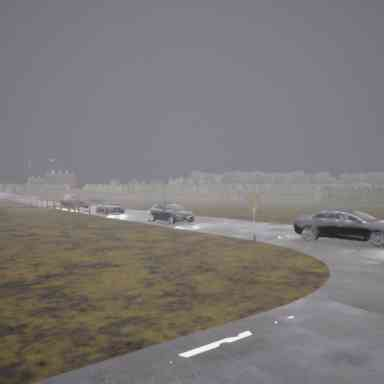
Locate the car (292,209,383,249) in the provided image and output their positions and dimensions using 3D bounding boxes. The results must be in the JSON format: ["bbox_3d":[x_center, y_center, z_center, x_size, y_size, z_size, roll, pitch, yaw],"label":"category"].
[{"bbox_3d":[7.048,1.546,15.089,4.902,1.511,2.128,-1,1,43],"label":"car"}]

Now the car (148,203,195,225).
[{"bbox_3d":[-1.670,1.615,25.760,1.837,1.490,4.892,-2,1,-36],"label":"car"}]

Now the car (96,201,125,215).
[{"bbox_3d":[-8.827,1.681,35.771,1.994,1.385,4.181,-2,1,-35],"label":"car"}]

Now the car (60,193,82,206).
[{"bbox_3d":[-21.184,1.243,58.036,2.150,2.045,5.566,-2,1,-36],"label":"car"}]

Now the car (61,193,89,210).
[{"bbox_3d":[-15.966,1.329,45.783,2.150,2.045,5.566,-2,2,-35],"label":"car"}]
